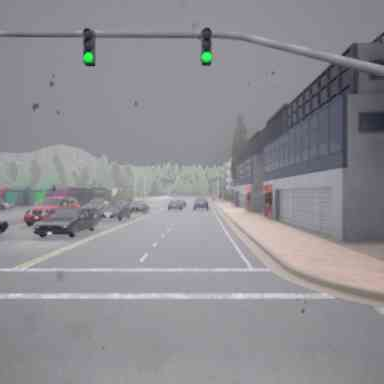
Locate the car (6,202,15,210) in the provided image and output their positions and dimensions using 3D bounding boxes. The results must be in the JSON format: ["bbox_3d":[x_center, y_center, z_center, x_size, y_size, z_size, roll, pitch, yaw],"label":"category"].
[{"bbox_3d":[-24.375,1.594,41.674,3.806,1.475,1.970,0,0,1],"label":"car"}]

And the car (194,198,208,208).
[{"bbox_3d":[1.535,1.758,55.826,2.128,1.511,4.902,0,0,2],"label":"car"}]

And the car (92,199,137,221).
[{"bbox_3d":[-6.508,1.628,28.567,2.128,1.511,4.902,0,0,2],"label":"car"}]

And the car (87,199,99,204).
[{"bbox_3d":[-9.801,1.518,34.842,2.097,1.767,4.553,0,0,2],"label":"car"}]

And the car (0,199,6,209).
[{"bbox_3d":[-24.415,1.341,38.780,3.866,1.878,1.905,0,0,1],"label":"car"}]

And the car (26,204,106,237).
[{"bbox_3d":[-6.843,1.638,18.825,2.033,1.411,5.357,0,0,2],"label":"car"}]

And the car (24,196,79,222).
[{"bbox_3d":[-10.156,1.340,24.717,2.150,2.045,5.566,0,0,2],"label":"car"}]

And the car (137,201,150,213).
[{"bbox_3d":[-6.147,1.748,38.514,1.994,1.385,4.181,0,0,3],"label":"car"}]

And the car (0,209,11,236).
[{"bbox_3d":[-10.446,1.673,14.952,1.895,1.301,4.718,0,0,1],"label":"car"}]

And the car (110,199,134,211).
[{"bbox_3d":[-9.398,1.763,45.108,2.033,1.411,5.357,0,0,3],"label":"car"}]

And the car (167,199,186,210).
[{"bbox_3d":[-2.299,1.786,46.489,1.994,1.385,4.181,0,0,2],"label":"car"}]

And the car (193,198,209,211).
[{"bbox_3d":[1.270,1.570,45.619,2.097,1.767,4.553,0,0,2],"label":"car"}]
